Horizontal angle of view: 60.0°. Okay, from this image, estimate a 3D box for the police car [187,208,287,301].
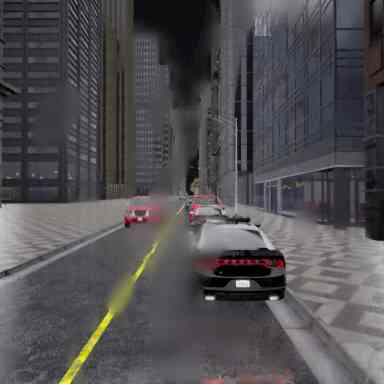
[{"bbox_3d":[0.908,1.433,8.508,1.930,1.638,5.238,0,0,0],"label":"police car"}]

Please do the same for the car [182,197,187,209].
[{"bbox_3d":[0.078,1.633,46.879,2.033,1.411,5.357,0,0,1],"label":"car"}]

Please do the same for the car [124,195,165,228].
[{"bbox_3d":[-3.075,1.252,22.490,2.150,2.045,5.566,0,0,0],"label":"car"}]

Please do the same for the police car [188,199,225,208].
[{"bbox_3d":[0.920,1.448,18.510,1.930,1.638,5.238,0,0,0],"label":"police car"}]

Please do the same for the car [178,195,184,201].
[{"bbox_3d":[-2.893,1.688,93.365,1.837,1.490,4.892,0,0,0],"label":"car"}]

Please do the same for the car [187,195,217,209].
[{"bbox_3d":[0.927,1.260,24.432,2.150,2.045,5.566,0,0,0],"label":"car"}]
